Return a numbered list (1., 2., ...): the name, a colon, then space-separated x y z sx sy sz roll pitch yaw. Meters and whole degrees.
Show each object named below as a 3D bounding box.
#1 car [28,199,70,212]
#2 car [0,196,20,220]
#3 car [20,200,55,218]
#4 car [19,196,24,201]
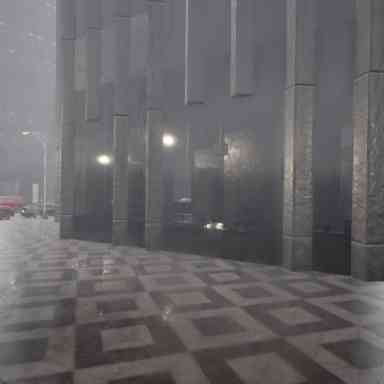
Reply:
1. car: -17.487 1.634 40.865 1.947 1.339 4.313 1 0 35
2. car: -17.090 1.463 26.719 2.192 1.841 5.009 1 0 35
3. car: -13.821 1.742 31.318 1.947 1.339 4.313 1 0 35
4. car: -20.756 1.353 36.268 2.192 1.841 5.009 1 0 35
